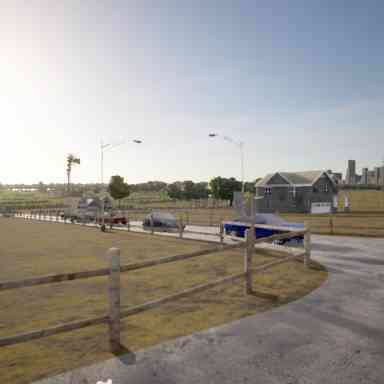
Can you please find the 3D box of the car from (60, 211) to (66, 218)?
[{"bbox_3d":[-21.905,3.985,58.985,1.994,1.385,4.181,0,-2,-36],"label":"car"}]

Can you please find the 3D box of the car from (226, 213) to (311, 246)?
[{"bbox_3d":[3.918,1.895,17.819,1.882,1.535,5.008,0,-2,-36],"label":"car"}]

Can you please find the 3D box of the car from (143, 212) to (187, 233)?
[{"bbox_3d":[-2.298,2.365,26.505,1.812,1.442,4.674,0,-2,-36],"label":"car"}]

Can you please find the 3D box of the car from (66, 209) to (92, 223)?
[{"bbox_3d":[-14.346,3.047,43.411,2.097,1.767,4.553,0,-2,-35],"label":"car"}]

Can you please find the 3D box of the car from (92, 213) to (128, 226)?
[{"bbox_3d":[-8.512,2.875,35.204,1.895,1.301,4.718,0,-2,-36],"label":"car"}]
